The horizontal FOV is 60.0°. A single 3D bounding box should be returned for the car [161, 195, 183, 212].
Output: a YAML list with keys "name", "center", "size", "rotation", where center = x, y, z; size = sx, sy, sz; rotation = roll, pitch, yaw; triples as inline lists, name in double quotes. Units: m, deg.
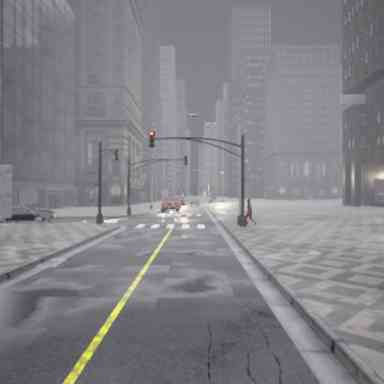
- name: "car"
  center: [-2.737, 1.540, 43.773]
  size: [2.150, 2.045, 5.566]
  rotation: [0, 0, 1]

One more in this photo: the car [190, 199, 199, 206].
- name: "car"
  center: [0.544, 2.052, 67.588]
  size: [2.033, 1.411, 5.357]
  rotation: [0, 0, 0]

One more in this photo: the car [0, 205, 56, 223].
- name: "car"
  center: [-14.037, 1.885, 28.071]
  size: [4.902, 1.511, 2.128]
  rotation: [-1, 0, 0]

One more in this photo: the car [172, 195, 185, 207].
- name: "car"
  center: [-2.511, 1.703, 64.871]
  size: [2.150, 2.045, 5.566]
  rotation: [0, 0, 1]

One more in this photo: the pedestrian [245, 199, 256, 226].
- name: "pedestrian"
  center: [3.766, 1.301, 21.707]
  size: [0.375, 1.860, 0.375]
  rotation: [0, 0, 0]

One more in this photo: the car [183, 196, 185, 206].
- name: "car"
  center: [-2.658, 1.886, 53.723]
  size: [2.128, 1.511, 4.902]
  rotation: [0, 0, 1]
